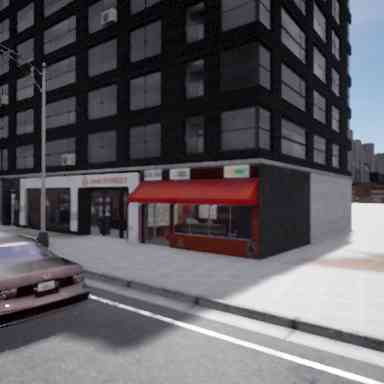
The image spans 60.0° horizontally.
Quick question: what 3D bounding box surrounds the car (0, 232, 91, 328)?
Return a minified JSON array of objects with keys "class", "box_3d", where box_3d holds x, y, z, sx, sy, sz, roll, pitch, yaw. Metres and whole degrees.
[{"class":"car","box_3d":[-4.350,1.553,6.878,5.357,1.411,2.033,0,0,37]}]
